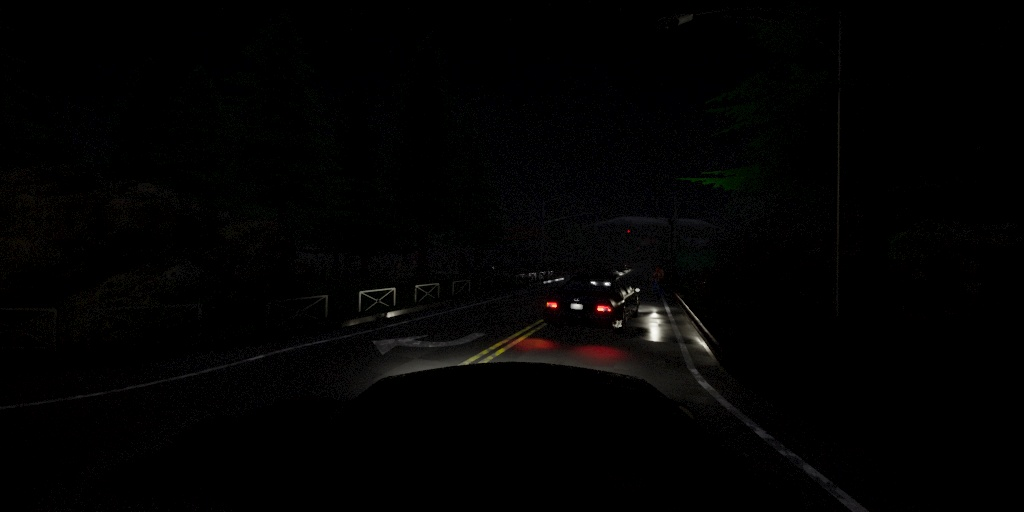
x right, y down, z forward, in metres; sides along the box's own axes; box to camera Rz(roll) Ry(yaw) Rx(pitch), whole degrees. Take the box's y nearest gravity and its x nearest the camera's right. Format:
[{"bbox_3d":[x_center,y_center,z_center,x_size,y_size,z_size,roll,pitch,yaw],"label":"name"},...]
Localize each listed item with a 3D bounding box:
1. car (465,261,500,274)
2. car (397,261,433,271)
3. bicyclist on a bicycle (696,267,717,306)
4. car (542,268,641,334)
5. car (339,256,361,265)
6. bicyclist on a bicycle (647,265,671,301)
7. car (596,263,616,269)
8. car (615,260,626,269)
[{"bbox_3d":[-3.767,1.391,44.810,4.553,1.767,2.097,1,-1,21],"label":"car"},{"bbox_3d":[-13.086,1.396,48.408,5.008,1.535,1.882,1,-1,21],"label":"car"},{"bbox_3d":[8.215,1.272,15.097,1.656,1.620,0.582,1,0,-33],"label":"bicyclist on a bicycle"},{"bbox_3d":[2.535,1.231,10.403,2.033,1.411,5.357,1,-1,25],"label":"car"},{"bbox_3d":[-22.659,1.015,52.408,5.566,2.045,2.150,1,0,25],"label":"car"},{"bbox_3d":[6.802,1.258,16.513,1.656,1.620,0.582,1,0,-30],"label":"bicyclist on a bicycle"},{"bbox_3d":[9.775,1.672,38.918,1.895,1.301,4.718,0,-2,21],"label":"car"},{"bbox_3d":[16.179,1.821,55.693,1.812,1.442,4.674,1,-1,21],"label":"car"}]
